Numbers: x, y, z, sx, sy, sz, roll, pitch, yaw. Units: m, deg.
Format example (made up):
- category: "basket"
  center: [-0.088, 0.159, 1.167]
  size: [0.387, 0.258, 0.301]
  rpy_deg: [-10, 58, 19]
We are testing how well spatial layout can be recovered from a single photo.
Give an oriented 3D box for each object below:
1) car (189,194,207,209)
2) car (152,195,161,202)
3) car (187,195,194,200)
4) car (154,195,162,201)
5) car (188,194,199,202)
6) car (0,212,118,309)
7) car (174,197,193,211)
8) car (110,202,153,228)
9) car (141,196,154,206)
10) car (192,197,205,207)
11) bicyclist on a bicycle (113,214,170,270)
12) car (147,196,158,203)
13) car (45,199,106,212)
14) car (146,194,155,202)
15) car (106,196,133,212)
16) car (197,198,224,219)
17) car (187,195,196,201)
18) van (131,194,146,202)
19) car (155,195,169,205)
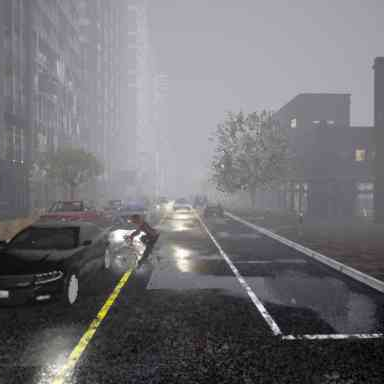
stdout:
- category: "car"
  center: [1.149, 1.300, 46.275]
  size: [2.192, 1.841, 5.009]
  rpy_deg: [-1, 0, -2]
- category: "car"
  center: [-8.350, 1.498, 79.019]
  size: [1.752, 1.417, 4.829]
  rpy_deg: [-1, 0, -2]
- category: "car"
  center: [-0.357, 1.550, 90.526]
  size: [1.802, 1.307, 4.206]
  rpy_deg: [-1, 0, -2]
- category: "car"
  center: [-8.539, 1.496, 84.550]
  size: [1.752, 1.417, 4.829]
  rpy_deg: [-1, 0, -2]
- category: "car"
  center: [0.205, 1.290, 73.932]
  size: [2.192, 1.841, 5.009]
  rpy_deg: [-1, 0, -2]
- category: "car"
  center: [-3.326, 1.475, 8.151]
  size: [1.882, 1.535, 5.008]
  rpy_deg: [0, 0, -2]
- category: "car"
  center: [-1.222, 1.588, 39.659]
  size: [1.895, 1.301, 4.718]
  rpy_deg: [0, 0, -2]
- category: "car"
  center: [-3.792, 1.558, 21.843]
  size: [1.994, 1.385, 4.181]
  rpy_deg: [0, 0, -2]
- category: "car"
  center: [-7.595, 1.506, 56.893]
  size: [1.752, 1.417, 4.829]
  rpy_deg: [-1, 0, -2]
- category: "car"
  center: [0.958, 1.508, 51.977]
  size: [1.752, 1.417, 4.829]
  rpy_deg: [-1, 0, -2]
- category: "bicyclist on a bicycle"
  center: [-1.441, 1.450, 9.533]
  size: [1.656, 1.620, 0.582]
  rpy_deg: [0, 0, -2]
- category: "car"
  center: [-7.978, 1.521, 68.126]
  size: [1.887, 1.381, 4.507]
  rpy_deg: [-1, 0, -2]
- category: "car"
  center: [-6.359, 1.310, 17.611]
  size: [2.192, 1.841, 5.009]
  rpy_deg: [-1, 0, -2]
- category: "car"
  center: [-7.415, 1.298, 51.530]
  size: [2.192, 1.841, 5.009]
  rpy_deg: [-1, 0, -2]
- category: "car"
  center: [-6.645, 1.431, 28.677]
  size: [1.967, 1.590, 4.097]
  rpy_deg: [-1, 0, -2]
- category: "car"
  center: [1.756, 1.542, 28.947]
  size: [2.008, 1.369, 4.403]
  rpy_deg: [-1, 0, -2]
- category: "car"
  center: [-0.169, 1.536, 84.994]
  size: [1.947, 1.339, 4.313]
  rpy_deg: [-1, 0, -2]
- category: "van"
  center: [-7.037, 1.328, 40.468]
  size: [1.690, 1.788, 3.998]
  rpy_deg: [-1, 0, -2]
- category: "car"
  center: [-4.978, 1.487, 56.965]
  size: [1.837, 1.490, 4.892]
  rpy_deg: [0, 0, -2]
